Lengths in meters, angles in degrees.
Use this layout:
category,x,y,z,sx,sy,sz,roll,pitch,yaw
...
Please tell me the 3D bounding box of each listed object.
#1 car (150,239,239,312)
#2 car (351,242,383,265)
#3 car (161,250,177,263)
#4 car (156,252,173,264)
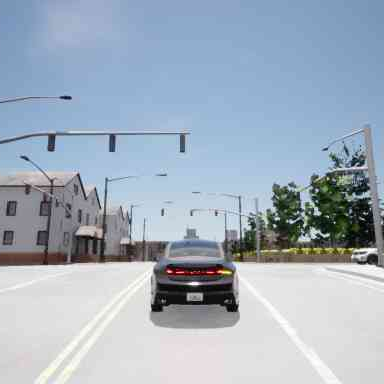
category,x,y,z,sx,sy,sz,roll,pitch,yaw
car,0.060,1.986,8.596,1.837,1.490,4.892,0,-7,0
car,16.844,5.317,28.810,5.566,2.045,2.150,0,-12,1
car,-3.656,10.547,54.050,2.150,2.045,5.566,0,-12,0
car,-3.646,8.890,44.540,1.812,1.442,4.674,0,-12,0
